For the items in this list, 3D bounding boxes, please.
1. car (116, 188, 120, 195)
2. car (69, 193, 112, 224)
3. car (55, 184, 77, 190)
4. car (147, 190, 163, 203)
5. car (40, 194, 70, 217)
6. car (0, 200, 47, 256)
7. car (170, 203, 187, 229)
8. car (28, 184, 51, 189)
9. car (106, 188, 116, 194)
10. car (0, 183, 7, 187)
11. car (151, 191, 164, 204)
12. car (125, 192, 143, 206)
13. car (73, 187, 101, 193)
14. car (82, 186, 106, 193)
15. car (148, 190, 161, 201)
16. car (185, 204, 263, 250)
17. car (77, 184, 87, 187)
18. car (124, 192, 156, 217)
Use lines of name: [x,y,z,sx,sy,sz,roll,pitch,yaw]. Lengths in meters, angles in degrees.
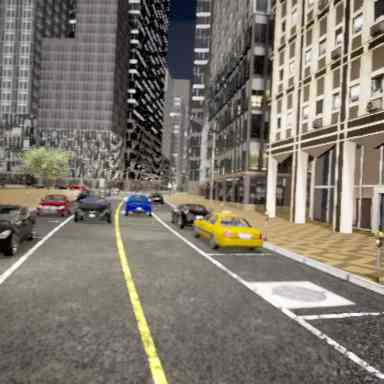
car: [-15.275,-0.074,65.438,2.008,1.369,4.403,4,1,-5]
car: [-5.672,1.003,19.438,1.994,1.385,4.181,3,1,-13]
car: [-30.531,-0.995,79.419,4.313,1.339,1.947,3,0,4]
car: [-5.323,0.547,47.472,1.967,1.590,4.097,4,1,-7]
car: [-8.907,0.815,21.837,1.802,1.307,4.206,4,0,-12]
car: [-6.277,1.080,10.803,1.947,1.339,4.313,4,0,-15]
car: [-0.089,1.312,19.159,1.947,1.339,4.313,4,1,-13]
car: [-36.102,-1.279,79.815,4.403,1.369,2.008,3,0,4]
car: [-14.285,0.101,54.668,2.008,1.369,4.403,4,1,-7]
car: [-47.245,-1.817,80.609,4.403,1.369,2.008,3,0,4]
car: [-4.510,0.786,41.846,1.947,1.339,4.313,4,1,-9]
car: [-6.586,0.758,38.037,1.895,1.301,4.718,3,1,-9]
car: [-12.065,0.428,38.369,1.947,1.339,4.313,4,1,-10]
car: [-12.874,0.282,43.634,1.752,1.417,4.829,4,1,-8]
car: [-6.044,0.544,53.070,1.887,1.381,4.507,4,1,-7]
car: [1.263,1.417,13.646,1.752,1.417,4.829,4,0,-14]
car: [-29.970,-1.166,87.281,5.009,1.841,2.192,3,0,4]
car: [-4.099,0.928,25.215,1.882,1.535,5.008,3,1,-12]
